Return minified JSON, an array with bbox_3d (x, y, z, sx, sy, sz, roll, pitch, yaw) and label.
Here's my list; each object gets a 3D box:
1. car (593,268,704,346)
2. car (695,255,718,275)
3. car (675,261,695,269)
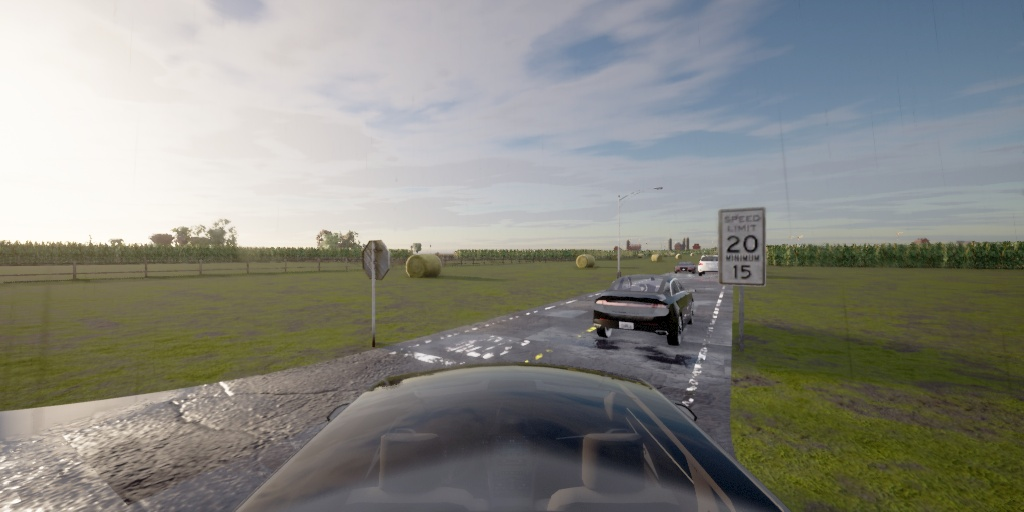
[{"bbox_3d":[3.670,1.241,9.566,2.128,1.511,4.902,0,0,32],"label":"car"},{"bbox_3d":[20.151,0.946,36.093,2.150,2.045,5.566,0,0,33],"label":"car"},{"bbox_3d":[19.857,1.282,40.943,1.994,1.385,4.181,0,0,32],"label":"car"}]
